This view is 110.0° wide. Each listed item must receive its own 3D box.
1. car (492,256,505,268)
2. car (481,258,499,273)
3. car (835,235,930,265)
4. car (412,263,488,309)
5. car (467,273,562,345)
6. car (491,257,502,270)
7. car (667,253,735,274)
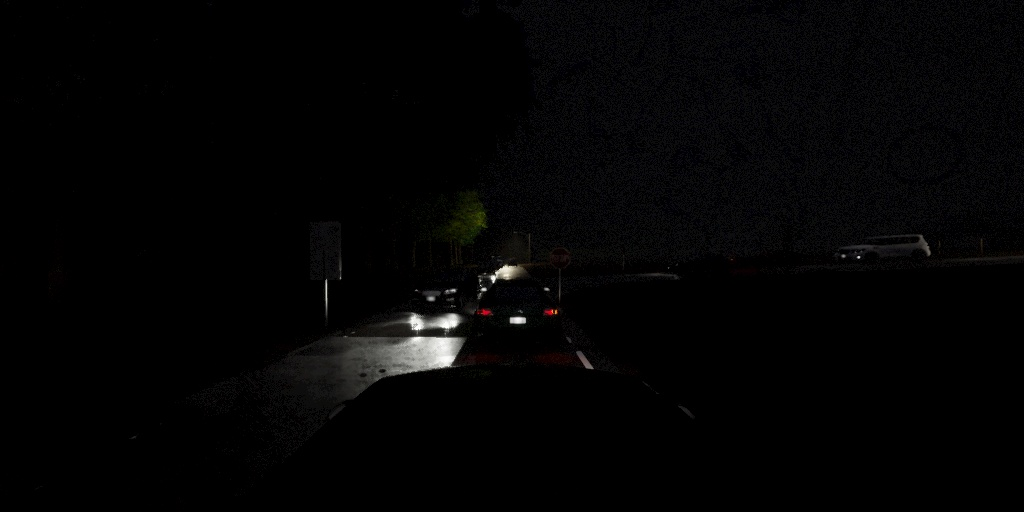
[{"bbox_3d":[-2.673,1.026,60.075,2.150,2.045,5.566,0,0,1],"label":"car"},{"bbox_3d":[-2.710,1.275,39.302,1.837,1.490,4.892,0,0,-1],"label":"car"},{"bbox_3d":[27.432,-0.458,26.651,5.566,2.045,2.150,-3,1,1],"label":"car"},{"bbox_3d":[-2.608,1.244,15.102,2.128,1.511,4.902,0,0,6],"label":"car"},{"bbox_3d":[0.092,1.313,9.496,1.994,1.385,4.181,0,0,-1],"label":"car"},{"bbox_3d":[-2.734,1.262,49.396,1.882,1.535,5.008,0,0,1],"label":"car"},{"bbox_3d":[14.044,0.505,26.814,4.674,1.442,1.812,-3,1,1],"label":"car"}]
